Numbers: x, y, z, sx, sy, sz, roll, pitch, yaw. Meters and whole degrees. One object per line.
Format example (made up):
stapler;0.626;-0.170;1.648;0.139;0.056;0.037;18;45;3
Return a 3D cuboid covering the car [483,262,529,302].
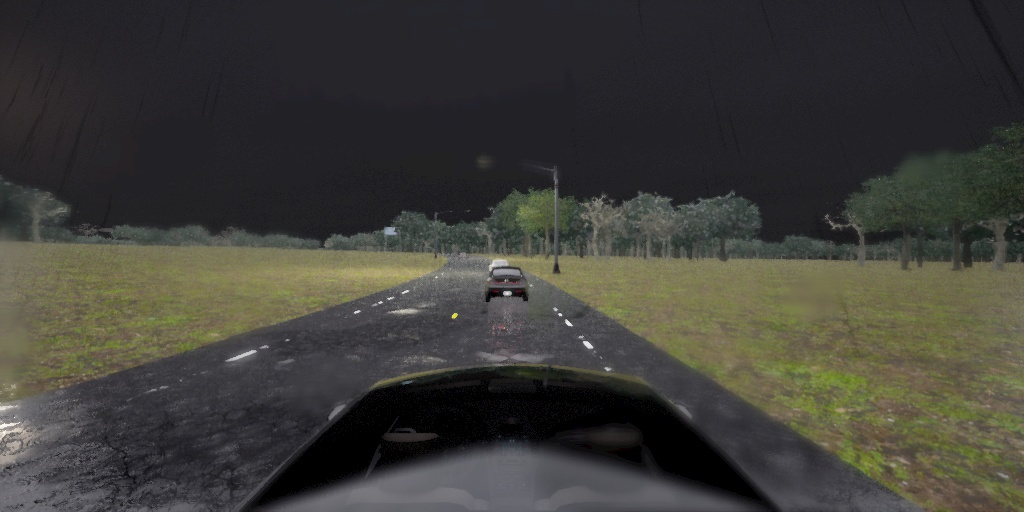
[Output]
car;-0.275;1.200;16.560;1.837;1.490;4.892;0;1;-2

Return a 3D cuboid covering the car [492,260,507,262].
car;-1.101;1.029;31.600;1.812;1.442;4.674;0;1;-4
